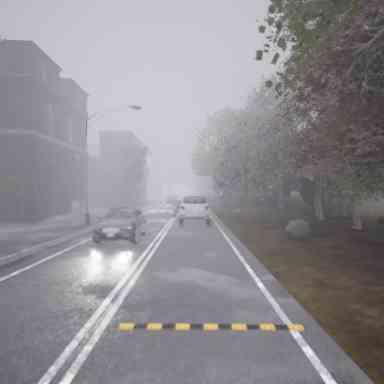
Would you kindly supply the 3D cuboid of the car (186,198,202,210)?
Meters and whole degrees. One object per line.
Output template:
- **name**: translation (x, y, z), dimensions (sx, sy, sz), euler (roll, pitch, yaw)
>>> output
- **car**: translation (0.204, 1.487, 41.737), dimensions (1.895, 1.301, 4.718), euler (0, 0, 0)

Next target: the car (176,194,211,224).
- **car**: translation (0.191, 1.178, 24.433), dimensions (2.150, 2.045, 5.566), euler (0, 0, 0)

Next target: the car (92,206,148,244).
- **car**: translation (-3.283, 1.467, 15.852), dimensions (2.128, 1.511, 4.902), euler (0, 0, 0)

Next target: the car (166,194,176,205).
- **car**: translation (-3.214, 1.158, 55.970), dimensions (2.097, 1.767, 4.553), euler (0, 0, 0)
